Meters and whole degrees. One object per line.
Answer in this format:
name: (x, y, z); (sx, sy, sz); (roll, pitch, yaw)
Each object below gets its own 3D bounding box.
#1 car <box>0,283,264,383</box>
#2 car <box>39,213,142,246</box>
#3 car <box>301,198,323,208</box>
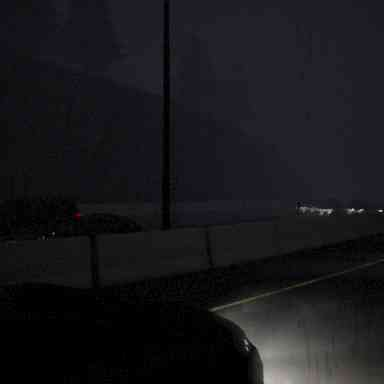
car: (-1.321, 1.570, 2.919); (4.181, 1.385, 1.994); (0, 0, -36)
car: (-4.186, 1.589, 14.123); (4.181, 1.385, 1.994); (0, 0, -38)
car: (18.389, 1.642, 50.871); (1.994, 1.385, 4.181); (0, 0, 39)
